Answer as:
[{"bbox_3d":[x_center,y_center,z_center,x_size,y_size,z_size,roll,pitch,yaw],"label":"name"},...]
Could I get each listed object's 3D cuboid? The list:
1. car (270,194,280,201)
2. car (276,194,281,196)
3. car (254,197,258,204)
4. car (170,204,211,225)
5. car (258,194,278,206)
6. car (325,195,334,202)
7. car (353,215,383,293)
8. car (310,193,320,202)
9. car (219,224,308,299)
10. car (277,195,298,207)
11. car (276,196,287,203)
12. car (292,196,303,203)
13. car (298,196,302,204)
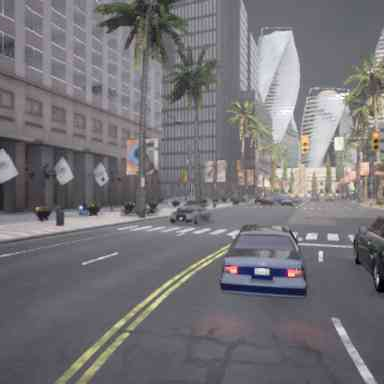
[{"bbox_3d":[22.398,1.519,89.829,2.185,1.767,4.553,0,0,21],"label":"car"},{"bbox_3d":[16.909,1.348,67.272,2.150,2.045,5.566,0,0,21],"label":"car"},{"bbox_3d":[14.330,1.640,69.435,2.161,1.482,4.786,0,0,21],"label":"car"},{"bbox_3d":[-0.031,1.607,24.314,1.994,1.385,4.181,0,0,21],"label":"car"},{"bbox_3d":[13.305,1.584,58.264,1.882,1.535,5.008,0,0,21],"label":"car"},{"bbox_3d":[34.126,1.746,82.408,1.895,1.301,4.718,0,0,21],"label":"car"},{"bbox_3d":[5.644,1.369,8.725,2.097,1.767,4.553,0,0,18],"label":"car"},{"bbox_3d":[30.871,1.709,83.692,1.994,1.385,4.181,0,0,21],"label":"car"},{"bbox_3d":[1.929,1.564,8.750,2.033,1.411,5.357,0,0,14],"label":"car"},{"bbox_3d":[16.023,1.650,55.636,2.033,1.411,5.357,0,0,22],"label":"car"},{"bbox_3d":[20.540,1.693,76.525,1.994,1.385,4.181,0,0,22],"label":"car"},{"bbox_3d":[24.174,1.694,76.190,1.994,1.385,4.181,0,0,22],"label":"car"},{"bbox_3d":[20.316,1.687,66.377,1.994,1.385,4.181,0,0,21],"label":"car"}]
